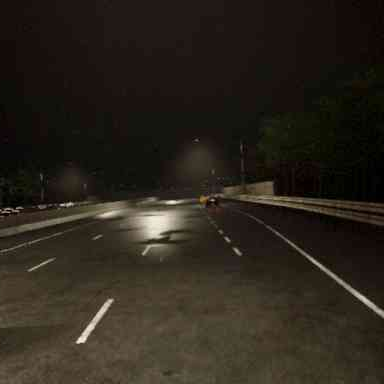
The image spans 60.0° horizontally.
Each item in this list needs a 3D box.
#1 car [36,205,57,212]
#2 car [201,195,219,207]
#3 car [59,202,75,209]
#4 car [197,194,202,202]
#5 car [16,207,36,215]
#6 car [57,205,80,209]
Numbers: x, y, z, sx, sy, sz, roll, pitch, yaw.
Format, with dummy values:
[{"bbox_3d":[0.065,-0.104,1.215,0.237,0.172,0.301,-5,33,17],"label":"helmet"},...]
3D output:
[{"bbox_3d":[-21.631,2.856,51.231,1.837,1.490,4.892,-3,0,0],"label":"car"},{"bbox_3d":[2.911,1.384,48.787,2.128,1.511,4.902,-3,0,-1],"label":"car"},{"bbox_3d":[-28.888,3.192,76.873,1.895,1.301,4.718,-3,0,-1],"label":"car"},{"bbox_3d":[2.681,1.431,67.481,1.882,1.535,5.008,-3,0,-1],"label":"car"},{"bbox_3d":[-25.118,3.084,51.039,1.812,1.442,4.674,-3,0,0],"label":"car"},{"bbox_3d":[-18.130,2.694,50.972,2.033,1.411,5.357,-3,0,0],"label":"car"}]
